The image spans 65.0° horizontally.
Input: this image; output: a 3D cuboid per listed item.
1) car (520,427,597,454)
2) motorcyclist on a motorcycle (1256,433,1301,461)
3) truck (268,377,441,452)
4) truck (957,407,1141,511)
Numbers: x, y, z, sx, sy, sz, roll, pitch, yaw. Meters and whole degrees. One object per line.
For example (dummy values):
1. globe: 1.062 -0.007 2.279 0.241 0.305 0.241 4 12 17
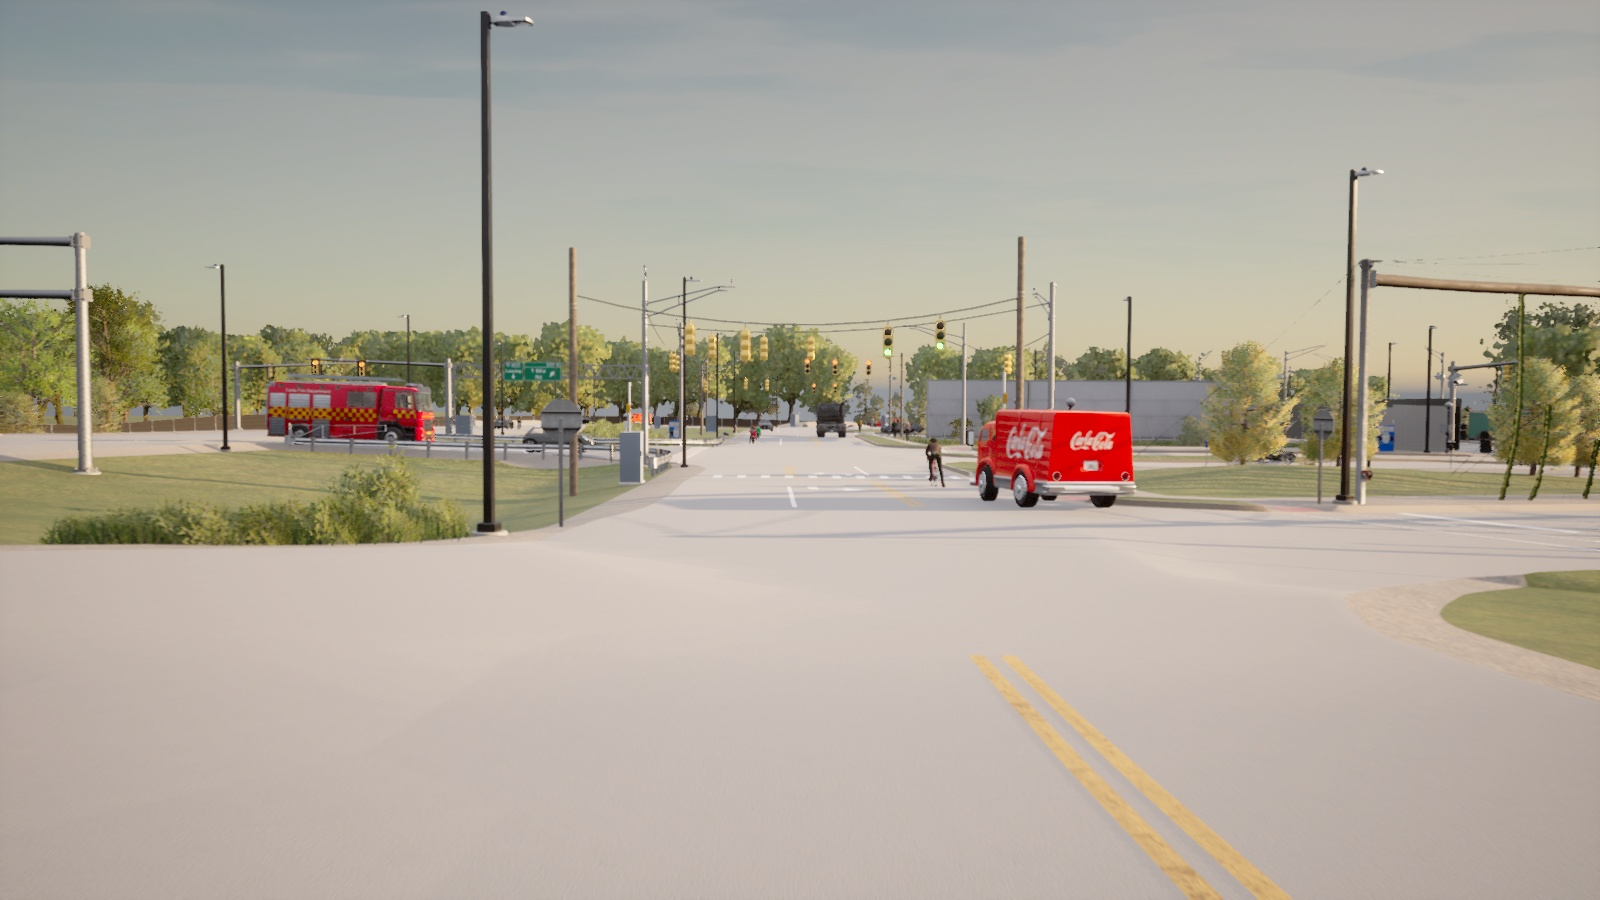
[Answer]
1. car: -13.306 -0.545 69.356 3.806 1.475 1.970 0 1 4
2. motorcyclist on a motorcycle: 28.668 -0.175 75.243 2.350 1.649 0.766 0 2 -5
3. truck: -24.483 -1.947 69.276 8.468 3.827 2.891 2 1 -1
4. truck: 6.331 0.135 32.714 2.627 2.467 5.204 0 2 -15
